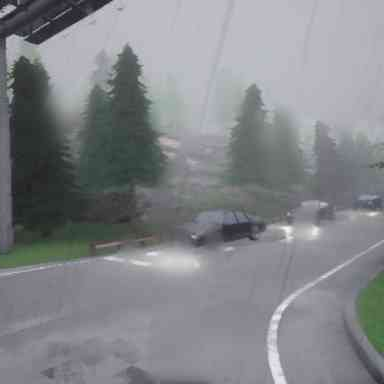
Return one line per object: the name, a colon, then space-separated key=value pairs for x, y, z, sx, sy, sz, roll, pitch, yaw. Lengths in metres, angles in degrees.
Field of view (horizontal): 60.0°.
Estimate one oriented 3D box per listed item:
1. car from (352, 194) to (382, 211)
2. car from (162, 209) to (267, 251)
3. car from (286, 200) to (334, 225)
car: x=17.330 y=0.974 z=32.847 sx=1.882 sy=1.535 sz=5.008 roll=-2 pitch=-1 yaw=41
car: x=1.189 y=1.456 z=13.972 sx=2.033 sy=1.411 sz=5.357 roll=-2 pitch=-1 yaw=40
car: x=7.809 y=1.266 z=21.694 sx=1.812 sy=1.442 sz=4.674 roll=-2 pitch=0 yaw=40
